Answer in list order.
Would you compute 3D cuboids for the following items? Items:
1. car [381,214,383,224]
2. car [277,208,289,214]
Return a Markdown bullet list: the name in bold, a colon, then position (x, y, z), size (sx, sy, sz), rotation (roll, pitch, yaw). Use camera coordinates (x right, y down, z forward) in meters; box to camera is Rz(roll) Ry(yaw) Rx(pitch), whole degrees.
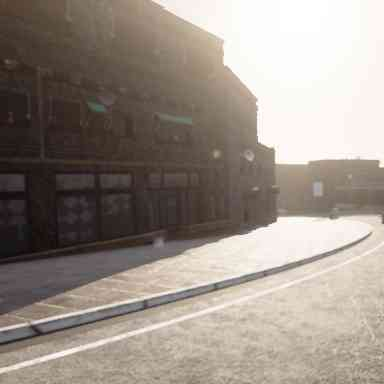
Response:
- **car**: position (17.828, 2.203, 28.844), size (1.895, 1.301, 4.718), rotation (-2, -3, 20)
- **car**: position (18.327, 4.043, 69.241), size (2.097, 1.767, 4.553), rotation (-2, -3, -16)
